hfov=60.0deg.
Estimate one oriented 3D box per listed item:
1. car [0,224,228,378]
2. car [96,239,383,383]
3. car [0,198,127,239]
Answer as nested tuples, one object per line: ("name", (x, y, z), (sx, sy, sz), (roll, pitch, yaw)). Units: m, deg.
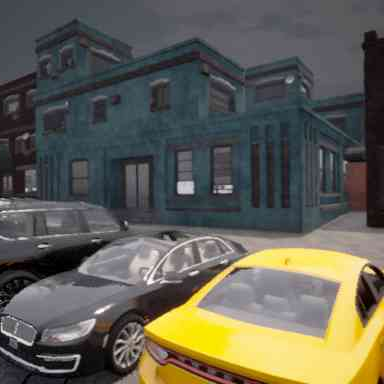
("car", (-0.644, 1.477, 5.822), (2.231, 1.521, 4.892), (0, 0, 36))
("car", (1.510, 1.479, 4.270), (2.097, 1.535, 5.008), (0, 0, 35))
("car", (-2.892, 1.222, 7.453), (2.435, 2.045, 5.566), (0, 0, 35))
